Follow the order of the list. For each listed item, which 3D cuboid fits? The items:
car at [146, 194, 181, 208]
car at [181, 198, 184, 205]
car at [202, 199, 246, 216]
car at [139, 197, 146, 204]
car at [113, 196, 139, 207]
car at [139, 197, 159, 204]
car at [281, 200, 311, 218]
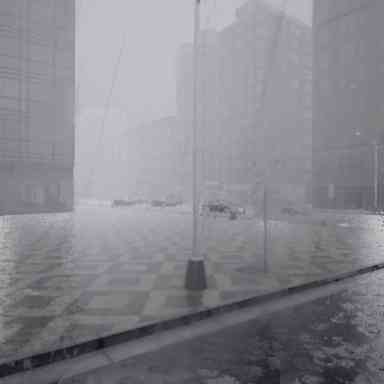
[{"bbox_3d":[-4.010,1.447,46.706,1.882,1.535,5.008,0,0,-35],"label":"car"},{"bbox_3d":[-3.266,1.523,56.989,1.837,1.490,4.892,0,0,-35],"label":"car"},{"bbox_3d":[2.967,1.411,31.435,2.128,1.511,4.902,0,0,-36],"label":"car"},{"bbox_3d":[-10.981,1.546,62.070,1.812,1.442,4.674,0,0,-36],"label":"car"},{"bbox_3d":[-10.218,1.444,49.830,1.882,1.535,5.008,0,0,-35],"label":"car"},{"bbox_3d":[-8.346,1.600,63.971,1.994,1.385,4.181,0,0,-36],"label":"car"},{"bbox_3d":[8.257,1.451,29.654,1.812,1.442,4.674,0,0,-36],"label":"car"}]
